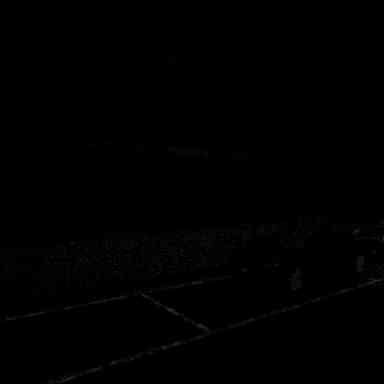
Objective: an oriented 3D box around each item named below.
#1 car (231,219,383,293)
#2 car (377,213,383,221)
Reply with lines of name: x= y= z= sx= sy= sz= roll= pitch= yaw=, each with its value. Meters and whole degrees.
car: x=3.032 y=1.563 z=8.933 sx=4.507 sy=1.381 sz=1.887 roll=0 pitch=0 yaw=-36
car: x=7.607 y=1.471 z=12.205 sx=4.097 sy=1.590 sz=1.967 roll=0 pitch=0 yaw=-36
